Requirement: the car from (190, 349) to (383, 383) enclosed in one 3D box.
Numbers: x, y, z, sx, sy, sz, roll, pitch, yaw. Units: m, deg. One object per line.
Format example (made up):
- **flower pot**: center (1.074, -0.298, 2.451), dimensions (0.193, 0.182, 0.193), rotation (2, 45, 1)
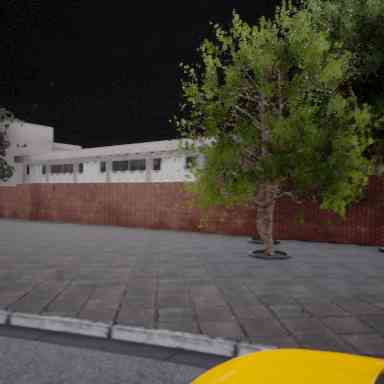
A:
- **car**: center (2.085, 1.478, 1.219), dimensions (5.008, 1.535, 1.882), rotation (0, 0, 25)
